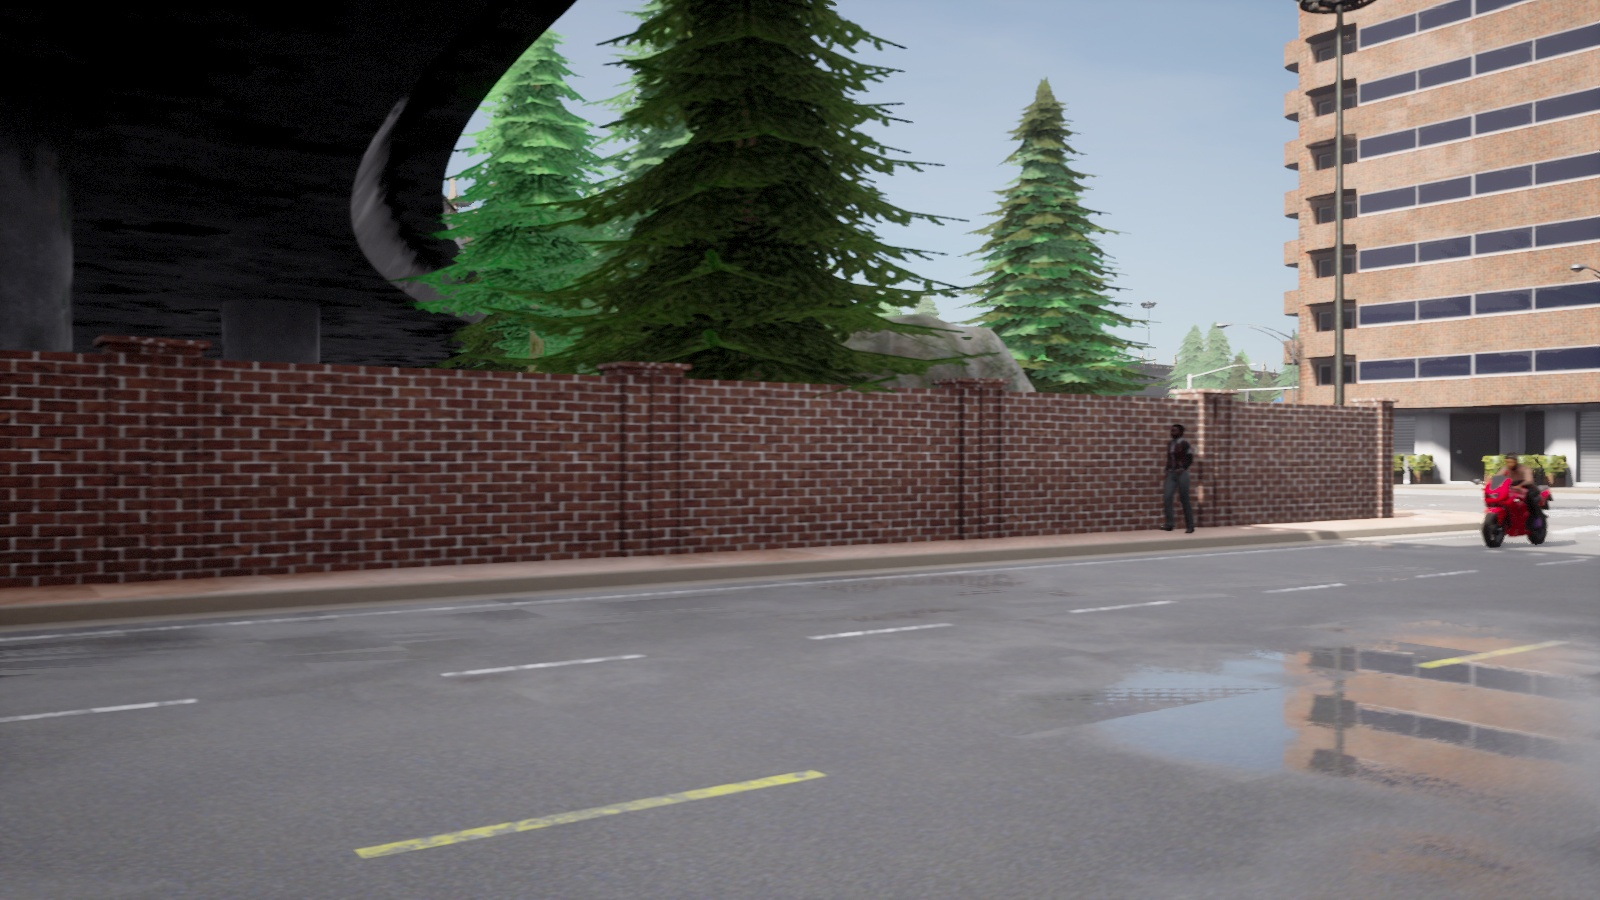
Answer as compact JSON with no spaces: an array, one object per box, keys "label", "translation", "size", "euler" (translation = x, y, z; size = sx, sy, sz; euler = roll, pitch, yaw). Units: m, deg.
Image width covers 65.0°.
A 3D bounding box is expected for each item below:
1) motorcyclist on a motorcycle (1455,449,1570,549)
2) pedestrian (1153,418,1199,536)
[{"label":"motorcyclist on a motorcycle","translation":[11.424,0.752,20.117],"size":[2.044,1.523,0.797],"euler":[0,0,-35]},{"label":"pedestrian","translation":[6.276,0.441,20.979],"size":[0.666,1.930,0.402],"euler":[0,0,-34]}]
